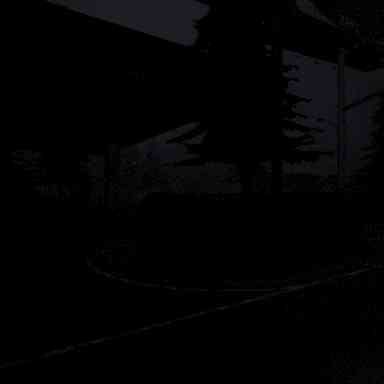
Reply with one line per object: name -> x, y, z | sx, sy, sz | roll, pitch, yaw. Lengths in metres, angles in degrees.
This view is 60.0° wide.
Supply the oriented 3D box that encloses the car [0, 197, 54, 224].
car -> -11.959, 1.313, 23.487 | 3.866, 1.878, 1.905 | 0, 0, -36
